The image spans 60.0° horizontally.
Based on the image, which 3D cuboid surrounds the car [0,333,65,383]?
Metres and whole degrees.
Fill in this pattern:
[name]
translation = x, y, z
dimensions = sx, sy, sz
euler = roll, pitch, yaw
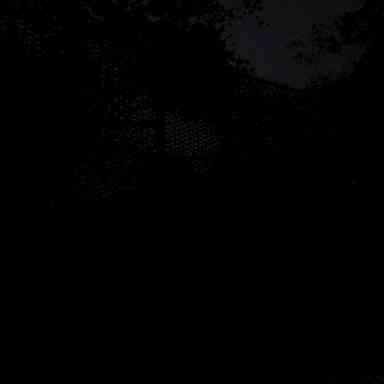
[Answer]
[car]
translation = -2.889, 1.499, 1.007
dimensions = 4.892, 1.490, 1.837
euler = 0, 0, -36
